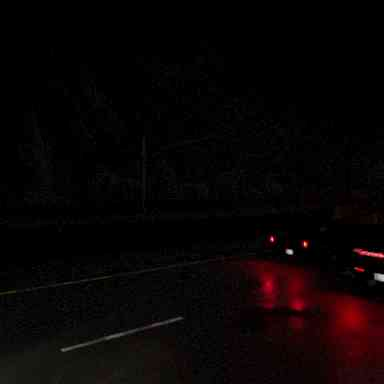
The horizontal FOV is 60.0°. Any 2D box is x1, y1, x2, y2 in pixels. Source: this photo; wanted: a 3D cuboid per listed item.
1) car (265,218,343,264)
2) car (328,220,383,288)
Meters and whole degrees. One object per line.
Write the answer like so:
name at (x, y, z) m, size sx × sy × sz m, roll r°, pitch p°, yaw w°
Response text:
car at (4.839, 1.569, 11.666) m, size 4.718 × 1.301 × 1.895 m, roll 0°, pitch 0°, yaw -36°
car at (5.698, 1.464, 7.961) m, size 4.902 × 1.511 × 2.128 m, roll 0°, pitch 0°, yaw -36°
